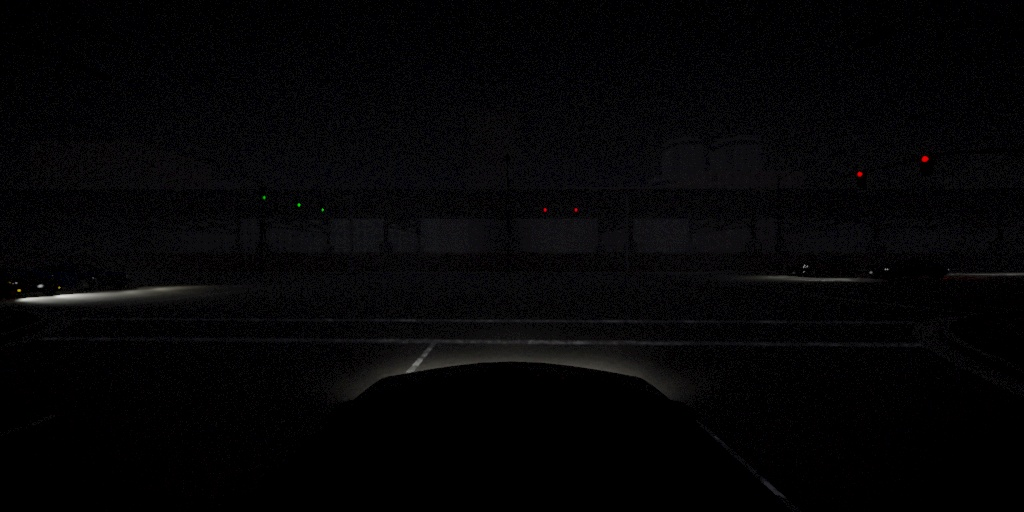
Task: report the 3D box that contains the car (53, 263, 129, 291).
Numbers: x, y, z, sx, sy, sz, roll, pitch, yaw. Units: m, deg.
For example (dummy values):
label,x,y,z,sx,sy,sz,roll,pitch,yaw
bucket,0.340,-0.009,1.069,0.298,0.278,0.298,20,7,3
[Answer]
label,x,y,z,sx,sy,sz,roll,pitch,yaw
car,-25.187,1.163,20.726,5.008,1.535,1.882,0,0,2

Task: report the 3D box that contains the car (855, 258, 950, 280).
label,x,y,z,sx,sy,sz,roll,pitch,yaw
car,29.018,0.932,26.448,4.902,1.511,2.128,-1,0,1

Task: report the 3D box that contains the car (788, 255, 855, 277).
label,x,y,z,sx,sy,sz,roll,pitch,yaw
car,25.894,0.821,30.035,4.553,1.767,2.097,-1,0,2

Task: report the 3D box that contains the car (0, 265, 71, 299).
label,x,y,z,sx,sy,sz,roll,pitch,yaw
car,-24.549,1.262,17.205,4.181,1.385,1.994,0,0,2
